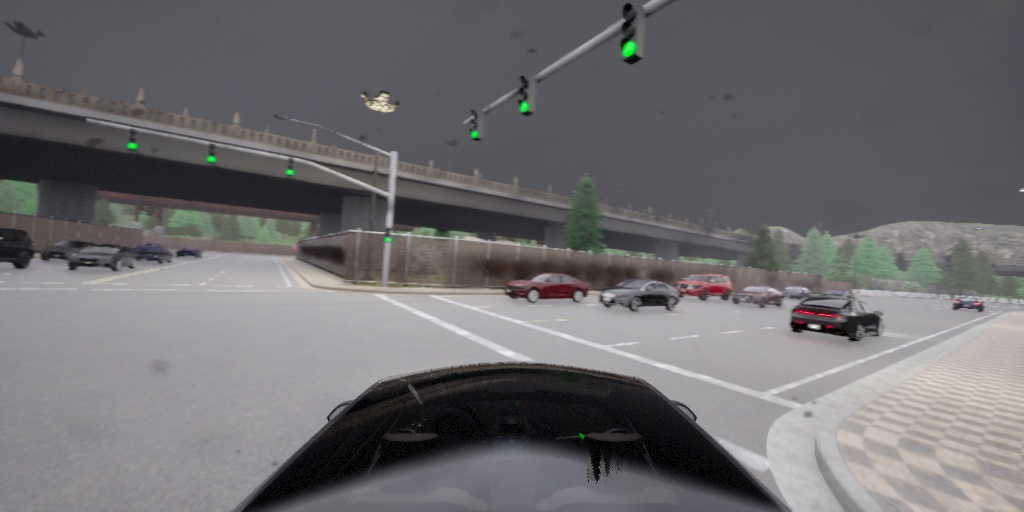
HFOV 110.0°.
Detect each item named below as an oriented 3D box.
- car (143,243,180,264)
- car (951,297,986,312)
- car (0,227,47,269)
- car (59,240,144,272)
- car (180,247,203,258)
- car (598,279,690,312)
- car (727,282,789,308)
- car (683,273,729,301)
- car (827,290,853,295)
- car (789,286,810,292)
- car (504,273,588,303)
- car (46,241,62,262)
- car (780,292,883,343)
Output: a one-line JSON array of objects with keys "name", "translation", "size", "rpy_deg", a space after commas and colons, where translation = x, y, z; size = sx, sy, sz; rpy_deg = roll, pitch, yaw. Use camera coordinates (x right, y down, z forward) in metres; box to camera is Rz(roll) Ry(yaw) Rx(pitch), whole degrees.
[{"name": "car", "translation": [-29.550, -0.138, 29.542], "size": [2.033, 1.411, 5.357], "rpy_deg": [4, -1, -34]}, {"name": "car", "translation": [48.847, 5.152, 38.353], "size": [4.674, 1.442, 1.812], "rpy_deg": [5, -1, -34]}, {"name": "car", "translation": [-24.897, -0.391, 16.505], "size": [2.150, 2.045, 5.566], "rpy_deg": [4, -1, -32]}, {"name": "car", "translation": [-23.718, 0.051, 20.959], "size": [1.837, 1.490, 4.892], "rpy_deg": [4, -1, -34]}, {"name": "car", "translation": [-38.696, -0.445, 43.106], "size": [1.895, 1.301, 4.718], "rpy_deg": [4, -1, -34]}, {"name": "car", "translation": [6.519, 1.934, 18.225], "size": [4.902, 1.511, 2.128], "rpy_deg": [4, -1, -34]}, {"name": "car", "translation": [17.794, 2.853, 25.853], "size": [4.674, 1.442, 1.812], "rpy_deg": [4, -1, -34]}, {"name": "car", "translation": [15.074, 2.409, 28.242], "size": [5.566, 2.045, 2.150], "rpy_deg": [4, -1, -34]}, {"name": "car", "translation": [32.480, 4.078, 35.708], "size": [5.357, 1.411, 2.033], "rpy_deg": [4, -1, -34]}, {"name": "car", "translation": [30.523, 3.966, 38.608], "size": [4.674, 1.442, 1.812], "rpy_deg": [4, -1, -34]}, {"name": "car", "translation": [1.909, 1.634, 19.326], "size": [5.008, 1.535, 1.882], "rpy_deg": [4, -1, -34]}, {"name": "car", "translation": [-30.910, -0.347, 25.332], "size": [1.837, 1.490, 4.892], "rpy_deg": [4, -1, -34]}, {"name": "car", "translation": [12.319, 2.331, 13.585], "size": [4.892, 1.490, 1.837], "rpy_deg": [5, -2, -34]}]
